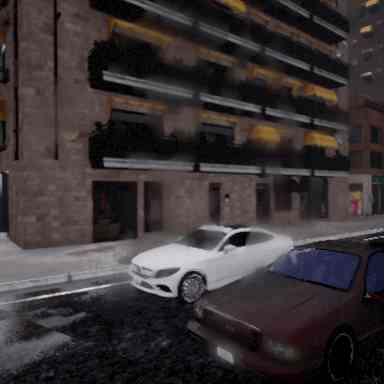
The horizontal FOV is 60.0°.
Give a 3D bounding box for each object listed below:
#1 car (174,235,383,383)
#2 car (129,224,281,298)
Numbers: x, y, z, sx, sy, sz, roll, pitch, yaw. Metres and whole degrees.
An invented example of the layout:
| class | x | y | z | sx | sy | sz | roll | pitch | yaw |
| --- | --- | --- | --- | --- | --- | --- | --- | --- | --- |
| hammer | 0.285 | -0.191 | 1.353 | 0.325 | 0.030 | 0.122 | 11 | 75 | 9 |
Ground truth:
| class | x | y | z | sx | sy | sz | roll | pitch | yaw |
| --- | --- | --- | --- | --- | --- | --- | --- | --- | --- |
| car | 2.536 | 1.561 | 5.565 | 5.357 | 1.411 | 2.033 | 0 | 0 | -36 |
| car | 0.735 | 1.552 | 8.278 | 4.674 | 1.442 | 1.812 | 0 | 0 | -37 |
